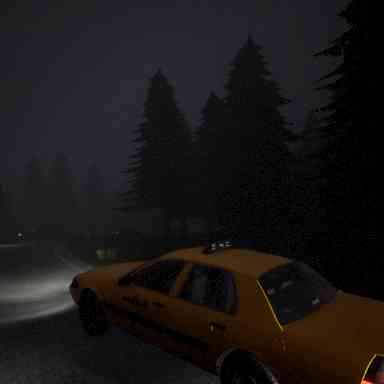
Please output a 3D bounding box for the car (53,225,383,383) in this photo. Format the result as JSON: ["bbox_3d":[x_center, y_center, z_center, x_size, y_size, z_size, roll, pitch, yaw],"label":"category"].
[{"bbox_3d":[0.153,1.440,4.725,5.366,1.575,1.801,0,1,43],"label":"car"}]

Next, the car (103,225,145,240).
[{"bbox_3d":[-7.439,4.510,36.939,2.033,1.411,5.357,-4,-8,20],"label":"car"}]

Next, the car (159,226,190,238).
[{"bbox_3d":[-2.325,5.543,46.250,1.882,1.535,5.008,-5,-8,30],"label":"car"}]

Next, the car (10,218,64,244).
[{"bbox_3d":[-12.762,3.218,28.041,2.150,2.045,5.566,-4,-7,7],"label":"car"}]
